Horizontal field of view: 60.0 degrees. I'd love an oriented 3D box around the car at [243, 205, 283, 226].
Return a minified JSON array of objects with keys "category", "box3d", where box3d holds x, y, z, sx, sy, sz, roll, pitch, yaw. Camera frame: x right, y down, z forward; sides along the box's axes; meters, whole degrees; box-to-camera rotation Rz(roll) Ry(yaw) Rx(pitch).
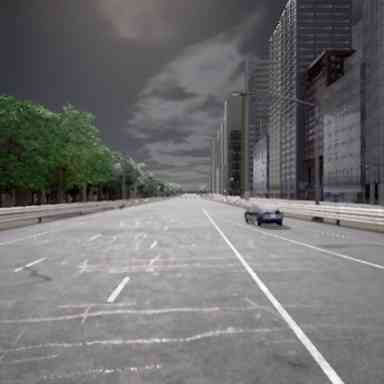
[{"category":"car","box3d":[5.433,1.759,25.767,2.163,1.488,4.792,0,-1,-7]}]
